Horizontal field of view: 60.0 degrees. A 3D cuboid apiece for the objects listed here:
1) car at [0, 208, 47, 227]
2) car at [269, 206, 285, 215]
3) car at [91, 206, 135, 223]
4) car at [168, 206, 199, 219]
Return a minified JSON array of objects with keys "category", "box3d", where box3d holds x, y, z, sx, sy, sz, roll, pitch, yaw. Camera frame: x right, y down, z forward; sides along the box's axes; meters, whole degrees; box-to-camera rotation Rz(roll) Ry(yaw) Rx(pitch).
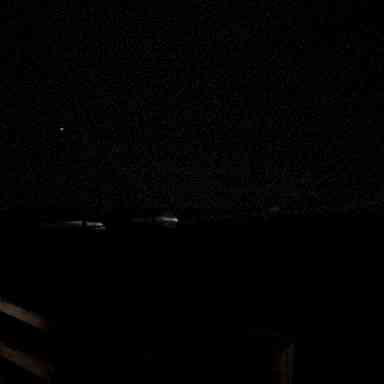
[{"category":"car","box3d":[-13.810,1.929,25.137,2.033,1.411,5.357,3,0,36]},{"category":"car","box3d":[15.479,3.362,60.723,1.812,1.442,4.674,3,0,37]},{"category":"car","box3d":[-7.837,2.204,33.420,1.837,1.490,4.892,3,0,36]},{"category":"car","box3d":[-1.021,2.554,42.819,1.837,1.490,4.892,3,1,38]}]
